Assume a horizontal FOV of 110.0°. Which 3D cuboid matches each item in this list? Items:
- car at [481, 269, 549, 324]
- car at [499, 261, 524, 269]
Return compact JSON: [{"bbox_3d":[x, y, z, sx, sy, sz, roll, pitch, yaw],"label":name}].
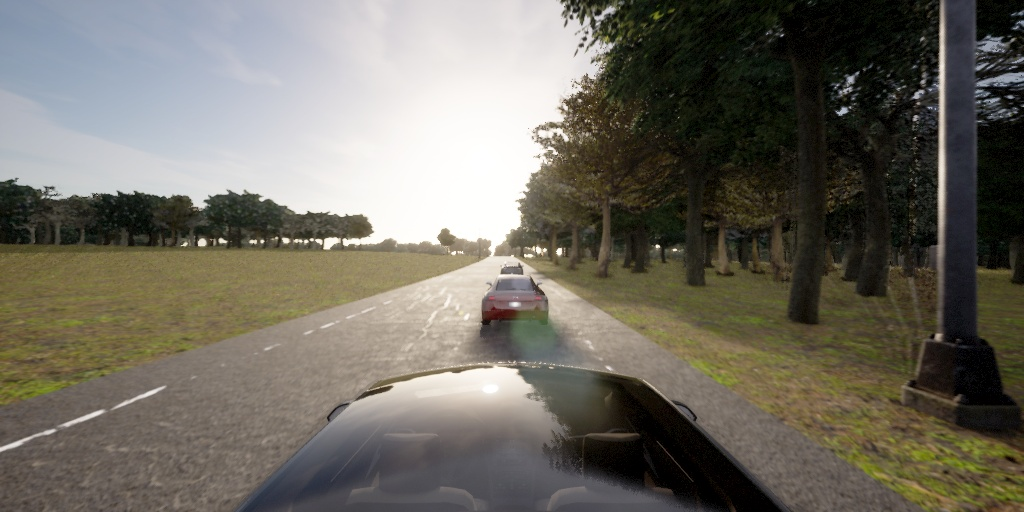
[{"bbox_3d":[0.081,1.297,11.859,1.994,1.385,4.181,0,0,0],"label":"car"},{"bbox_3d":[-0.014,1.184,30.193,2.128,1.511,4.902,0,0,0],"label":"car"}]
